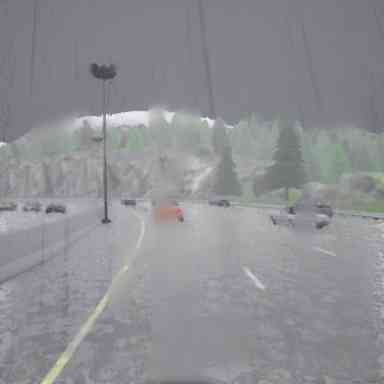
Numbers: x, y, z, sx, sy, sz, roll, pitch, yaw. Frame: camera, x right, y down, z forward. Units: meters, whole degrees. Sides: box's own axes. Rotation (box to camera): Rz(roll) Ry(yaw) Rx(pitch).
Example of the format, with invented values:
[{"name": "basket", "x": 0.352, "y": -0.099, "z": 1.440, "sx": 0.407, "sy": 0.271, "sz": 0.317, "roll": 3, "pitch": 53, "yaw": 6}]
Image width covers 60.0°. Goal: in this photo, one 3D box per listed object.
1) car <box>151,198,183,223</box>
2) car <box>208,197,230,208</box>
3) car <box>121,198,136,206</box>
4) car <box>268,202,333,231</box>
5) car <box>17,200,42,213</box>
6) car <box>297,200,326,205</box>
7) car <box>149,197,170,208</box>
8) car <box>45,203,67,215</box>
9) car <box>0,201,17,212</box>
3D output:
[{"name": "car", "x": -2.069, "y": 1.412, "z": 26.791, "sx": 2.097, "sy": 1.767, "sz": 4.553, "roll": -1, "pitch": 0, "yaw": -10}, {"name": "car", "x": 3.796, "y": 1.491, "z": 47.846, "sx": 1.837, "sy": 1.490, "sz": 4.892, "roll": 1, "pitch": 0, "yaw": -18}, {"name": "car", "x": -11.457, "y": 1.723, "z": 59.470, "sx": 1.882, "sy": 1.535, "sz": 5.008, "roll": 0, "pitch": 0, "yaw": -24}, {"name": "car", "x": 6.274, "y": 1.519, "z": 20.183, "sx": 1.895, "sy": 1.301, "sz": 4.718, "roll": -1, "pitch": 0, "yaw": -8}, {"name": "car", "x": -20.814, "y": 1.872, "z": 43.452, "sx": 2.128, "sy": 1.511, "sz": 4.902, "roll": -1, "pitch": 0, "yaw": -17}, {"name": "car", "x": 8.793, "y": 1.374, "z": 25.564, "sx": 2.128, "sy": 1.511, "sz": 4.902, "roll": -1, "pitch": 0, "yaw": -10}, {"name": "car", "x": -5.276, "y": 1.630, "z": 53.105, "sx": 2.128, "sy": 1.511, "sz": 4.902, "roll": -1, "pitch": 0, "yaw": -21}, {"name": "car", "x": -15.706, "y": 1.894, "z": 38.565, "sx": 1.895, "sy": 1.301, "sz": 4.718, "roll": -1, "pitch": 0, "yaw": -15}, {"name": "car", "x": -25.079, "y": 2.000, "z": 45.320, "sx": 2.033, "sy": 1.411, "sz": 5.357, "roll": -1, "pitch": 0, "yaw": -18}]
